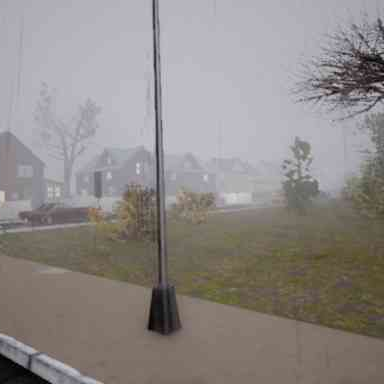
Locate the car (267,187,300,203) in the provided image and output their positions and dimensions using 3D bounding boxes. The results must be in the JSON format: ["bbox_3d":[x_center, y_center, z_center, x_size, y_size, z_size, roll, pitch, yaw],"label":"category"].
[{"bbox_3d":[13.614,0.426,49.215,2.150,2.045,5.566,-3,-1,44],"label":"car"}]

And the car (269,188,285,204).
[{"bbox_3d":[12.155,0.677,43.607,1.882,1.535,5.008,-3,-1,44],"label":"car"}]

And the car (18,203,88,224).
[{"bbox_3d":[-8.582,1.357,21.842,1.895,1.301,4.718,-3,-1,44],"label":"car"}]

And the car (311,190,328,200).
[{"bbox_3d":[19.226,0.510,51.113,1.837,1.490,4.892,-3,-1,43],"label":"car"}]
